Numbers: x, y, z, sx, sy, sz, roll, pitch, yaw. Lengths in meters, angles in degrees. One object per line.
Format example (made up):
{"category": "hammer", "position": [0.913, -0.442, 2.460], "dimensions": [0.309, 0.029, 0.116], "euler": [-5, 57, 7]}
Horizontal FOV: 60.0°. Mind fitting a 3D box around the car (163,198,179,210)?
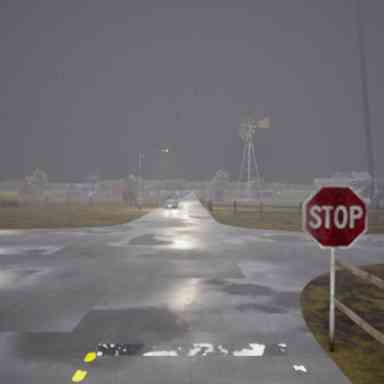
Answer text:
{"category": "car", "position": [-2.764, 1.601, 44.288], "dimensions": [2.128, 1.511, 4.902], "euler": [0, 1, 0]}
